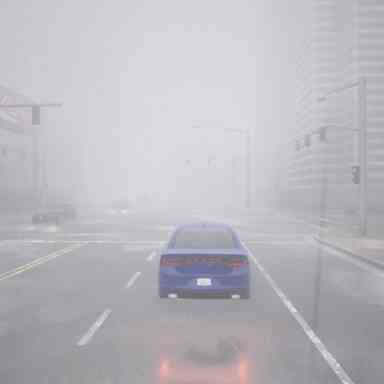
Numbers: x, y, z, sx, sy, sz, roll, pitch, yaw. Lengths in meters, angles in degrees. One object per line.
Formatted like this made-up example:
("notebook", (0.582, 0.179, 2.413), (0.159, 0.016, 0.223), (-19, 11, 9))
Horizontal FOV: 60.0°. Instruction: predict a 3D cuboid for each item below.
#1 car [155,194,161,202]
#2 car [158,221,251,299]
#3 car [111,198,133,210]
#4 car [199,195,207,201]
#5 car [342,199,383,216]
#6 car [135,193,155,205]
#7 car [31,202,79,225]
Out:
("car", (-8.092, 1.552, 74.508), (1.994, 1.385, 4.181), (0, 0, 2))
("car", (0.313, 1.478, 8.497), (1.882, 1.535, 5.008), (0, 0, 2))
("car", (-9.203, 1.526, 43.763), (1.812, 1.442, 4.674), (0, 0, 2))
("car", (2.801, 1.524, 86.272), (1.812, 1.442, 4.674), (0, 0, 2))
("car", (17.242, 1.505, 32.398), (4.892, 1.490, 1.837), (0, 0, 2))
("car", (-8.659, 1.218, 59.661), (2.150, 2.045, 5.566), (0, 0, 2))
("car", (-9.849, 1.505, 24.238), (1.837, 1.490, 4.892), (0, 0, 2))
